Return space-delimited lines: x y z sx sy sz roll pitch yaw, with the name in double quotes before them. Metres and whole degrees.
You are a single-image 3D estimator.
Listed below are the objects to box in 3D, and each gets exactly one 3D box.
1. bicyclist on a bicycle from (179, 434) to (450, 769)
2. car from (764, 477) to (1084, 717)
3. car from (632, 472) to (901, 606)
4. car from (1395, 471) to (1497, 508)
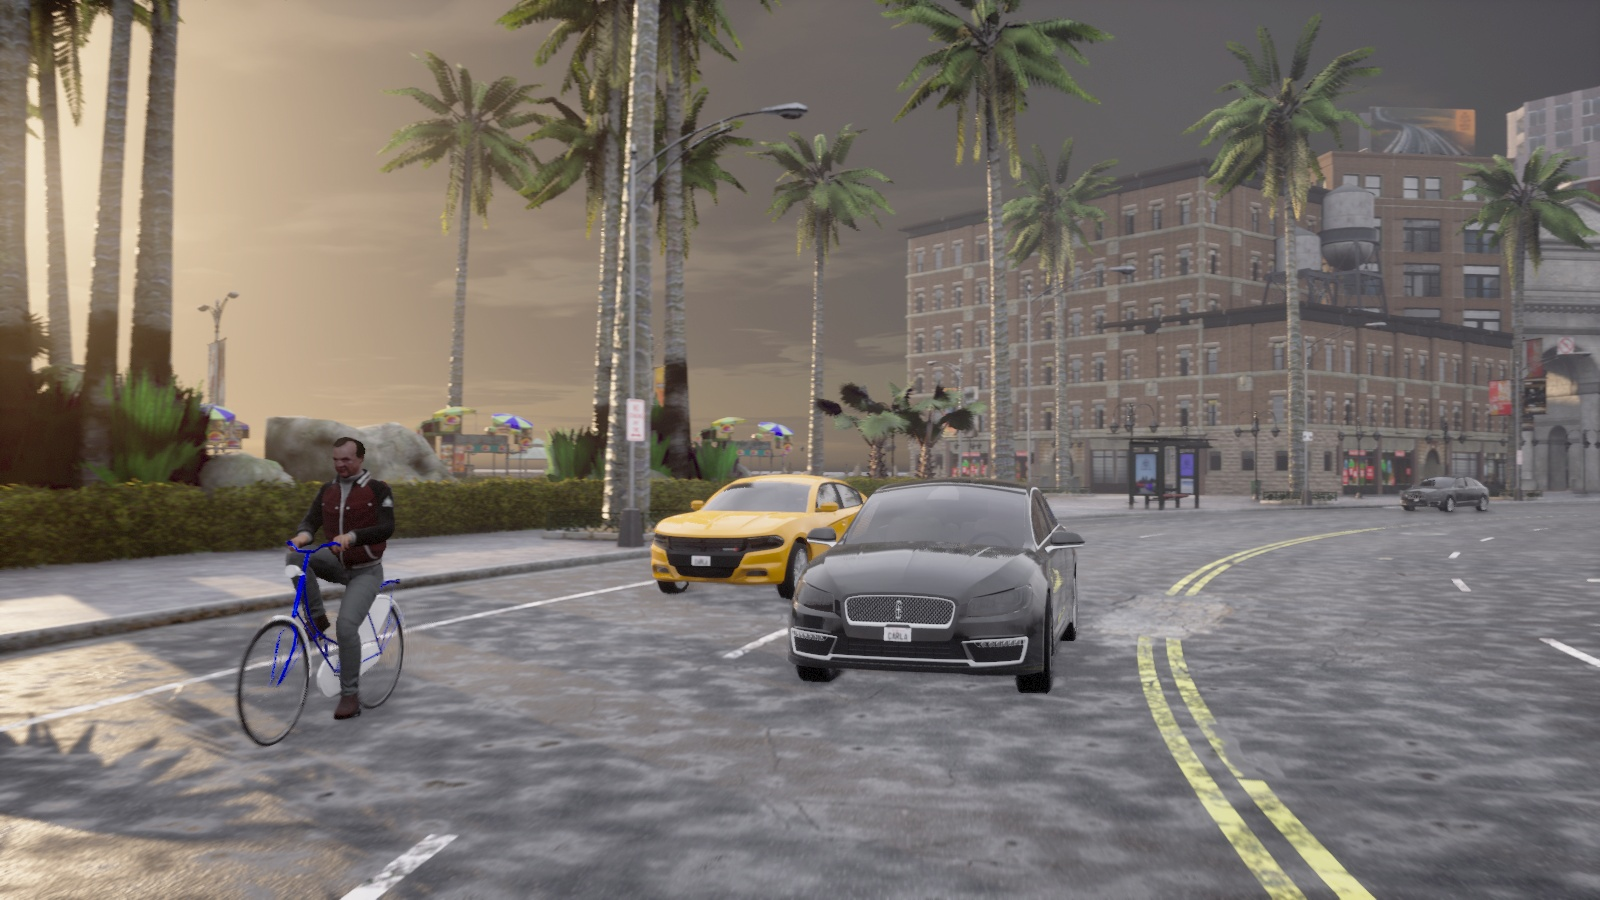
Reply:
"bicyclist on a bicycle" -2.855 0.821 7.631 0.659 1.776 1.843 0 -1 10
"car" 1.313 0.993 10.584 1.837 1.490 4.892 -1 -1 16
"car" -0.249 1.081 17.177 1.882 1.535 5.008 -1 -1 21
"car" 27.280 1.627 52.938 4.892 1.490 1.837 1 -1 -37
